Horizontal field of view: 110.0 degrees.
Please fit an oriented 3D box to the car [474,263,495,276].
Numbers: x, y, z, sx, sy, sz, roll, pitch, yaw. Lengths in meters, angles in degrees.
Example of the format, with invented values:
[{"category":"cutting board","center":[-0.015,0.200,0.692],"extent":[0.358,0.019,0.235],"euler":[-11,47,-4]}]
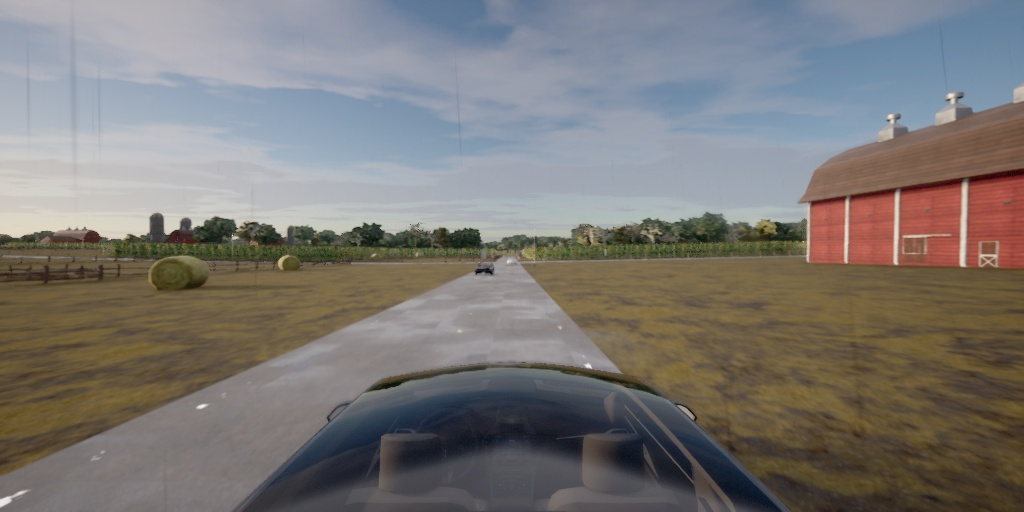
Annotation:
[{"category":"car","center":[-2.783,1.342,37.006],"extent":[1.895,1.301,4.718],"euler":[0,0,0]}]
